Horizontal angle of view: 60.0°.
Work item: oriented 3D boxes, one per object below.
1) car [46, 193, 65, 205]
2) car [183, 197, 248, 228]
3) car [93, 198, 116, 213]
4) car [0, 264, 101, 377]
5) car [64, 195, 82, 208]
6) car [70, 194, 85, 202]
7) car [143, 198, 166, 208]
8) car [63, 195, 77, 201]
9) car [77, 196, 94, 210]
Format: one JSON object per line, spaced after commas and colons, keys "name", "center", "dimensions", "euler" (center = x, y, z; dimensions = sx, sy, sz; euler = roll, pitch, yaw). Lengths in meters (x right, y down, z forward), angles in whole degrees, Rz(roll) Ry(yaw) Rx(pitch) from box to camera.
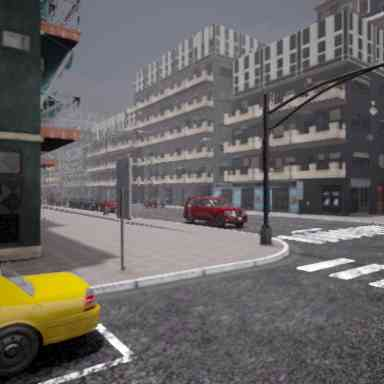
{"name": "car", "center": [-21.870, 1.159, 53.892], "dimensions": [2.192, 1.841, 5.009], "euler": [0, 0, -36]}
{"name": "car", "center": [1.388, 1.263, 21.777], "dimensions": [2.192, 1.841, 5.009], "euler": [0, 0, -36]}
{"name": "car", "center": [-8.581, 1.443, 35.541], "dimensions": [1.887, 1.381, 4.507], "euler": [0, 0, -36]}
{"name": "car", "center": [-3.612, 1.525, 3.984], "dimensions": [4.829, 1.417, 1.752], "euler": [0, 0, -36]}
{"name": "car", "center": [-15.227, 1.434, 44.718], "dimensions": [1.947, 1.339, 4.313], "euler": [0, 0, -36]}
{"name": "car", "center": [-25.051, 1.266, 72.572], "dimensions": [1.967, 1.590, 4.097], "euler": [0, 0, -36]}
{"name": "car", "center": [-5.116, 1.464, 45.046], "dimensions": [1.802, 1.307, 4.206], "euler": [0, 0, -36]}
{"name": "car", "center": [-28.373, 1.375, 77.158], "dimensions": [2.008, 1.369, 4.403], "euler": [0, 0, -36]}
{"name": "car", "center": [-11.904, 1.449, 40.130], "dimensions": [1.947, 1.339, 4.313], "euler": [0, 0, -36]}
